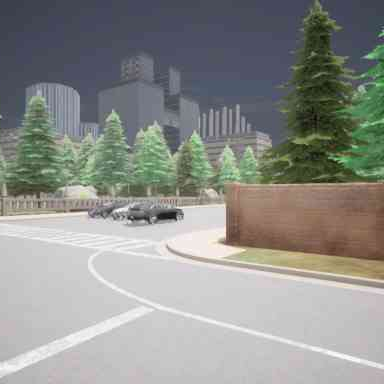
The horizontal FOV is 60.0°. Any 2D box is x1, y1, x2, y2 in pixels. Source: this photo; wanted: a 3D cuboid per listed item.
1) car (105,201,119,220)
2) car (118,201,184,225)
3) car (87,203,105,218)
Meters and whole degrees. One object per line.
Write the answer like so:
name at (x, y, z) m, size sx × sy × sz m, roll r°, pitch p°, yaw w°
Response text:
car at (-4.582, 1.526, 27.562) m, size 1.812 × 1.442 × 4.674 m, roll 0°, pitch 0°, yaw 35°
car at (-2.559, 1.491, 24.094) m, size 2.128 × 1.511 × 4.902 m, roll 0°, pitch 0°, yaw 36°
car at (-7.164, 1.526, 29.973) m, size 1.812 × 1.442 × 4.674 m, roll 0°, pitch 0°, yaw 35°
